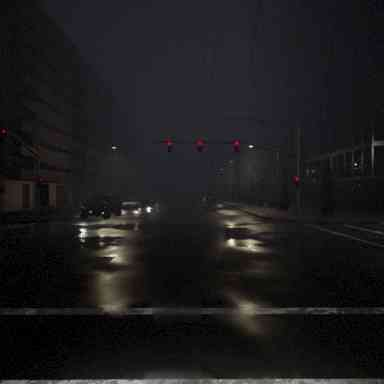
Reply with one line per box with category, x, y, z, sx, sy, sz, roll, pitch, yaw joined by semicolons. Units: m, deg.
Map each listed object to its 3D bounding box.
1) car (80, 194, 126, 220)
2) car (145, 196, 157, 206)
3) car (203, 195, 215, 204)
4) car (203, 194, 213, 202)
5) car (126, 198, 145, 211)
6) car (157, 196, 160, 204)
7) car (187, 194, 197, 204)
car;-7.765;1.223;28.915;2.150;2.045;5.566;0;0;4
car;-7.334;1.601;53.320;1.895;1.301;4.718;0;0;1
car;3.478;1.492;64.776;2.128;1.511;4.902;0;0;1
car;3.485;1.355;74.641;2.097;1.767;4.553;0;0;1
car;-7.454;1.525;41.638;1.812;1.442;4.674;0;0;1
car;-7.181;1.526;63.861;1.812;1.442;4.674;0;0;1
car;-0.021;1.564;64.686;1.994;1.385;4.181;0;0;1
